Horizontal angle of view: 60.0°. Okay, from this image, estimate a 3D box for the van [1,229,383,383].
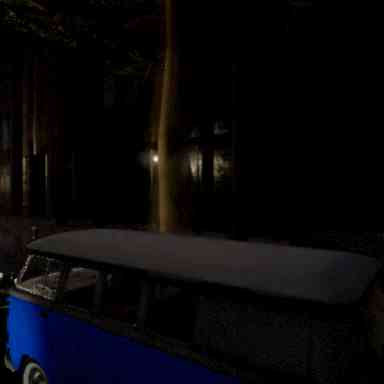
[{"bbox_3d":[-0.219,1.341,3.239,3.998,1.788,1.690,0,0,36],"label":"van"}]
